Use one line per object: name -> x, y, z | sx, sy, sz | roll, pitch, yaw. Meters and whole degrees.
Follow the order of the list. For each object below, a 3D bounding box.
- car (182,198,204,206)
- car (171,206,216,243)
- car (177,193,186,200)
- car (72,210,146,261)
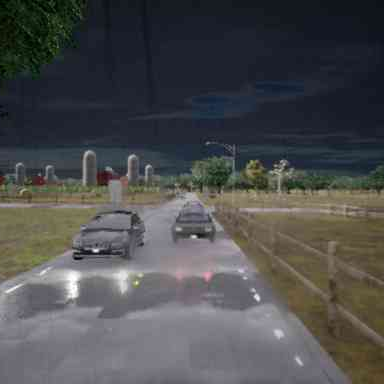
car -> 0.103, 1.485, 28.579 | 1.994, 1.385, 4.181 | 0, 0, 0
car -> 0.102, 1.562, 15.909 | 1.895, 1.301, 4.718 | 0, 0, 1
car -> -2.728, 1.040, 85.430 | 2.097, 1.767, 4.553 | 0, 0, 0
car -> -2.844, 1.477, 12.268 | 1.837, 1.490, 4.892 | 0, 0, 0
